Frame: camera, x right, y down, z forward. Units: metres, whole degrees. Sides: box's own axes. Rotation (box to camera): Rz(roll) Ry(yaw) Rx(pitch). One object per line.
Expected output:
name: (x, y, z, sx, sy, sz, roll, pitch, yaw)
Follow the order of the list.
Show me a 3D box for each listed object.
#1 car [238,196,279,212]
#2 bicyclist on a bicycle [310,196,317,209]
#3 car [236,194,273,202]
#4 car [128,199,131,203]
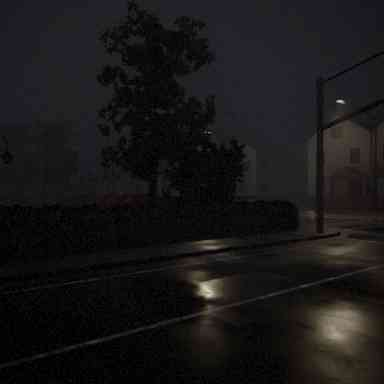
car: (7.753, 1.351, 39.295, 2.097, 1.767, 4.553, 0, 0, -35)
bicyclist on a bicycle: (15.200, 1.303, 41.376, 1.656, 1.620, 0.582, 0, 0, -35)
car: (5.710, 1.221, 35.774, 2.150, 2.045, 5.566, 0, 0, -35)
car: (-9.231, 1.547, 57.114, 2.033, 1.411, 5.357, 0, 0, -35)
